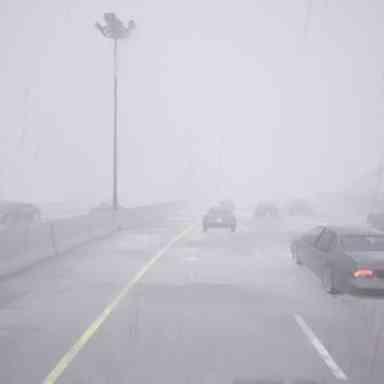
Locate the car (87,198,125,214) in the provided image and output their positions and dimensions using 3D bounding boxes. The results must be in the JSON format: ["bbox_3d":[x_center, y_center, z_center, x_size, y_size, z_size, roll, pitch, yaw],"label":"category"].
[{"bbox_3d":[-7.811,1.543,30.593,1.895,1.301,4.718,0,0,7],"label":"car"}]

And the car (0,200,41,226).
[{"bbox_3d":[-12.333,1.435,22.782,1.837,1.490,4.892,0,0,7],"label":"car"}]

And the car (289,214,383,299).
[{"bbox_3d":[3.974,1.557,8.607,2.033,1.411,5.357,0,0,4],"label":"car"}]

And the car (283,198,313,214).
[{"bbox_3d":[10.276,1.368,32.503,2.097,1.767,4.553,0,0,7],"label":"car"}]

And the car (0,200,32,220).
[{"bbox_3d":[-15.331,1.419,26.934,1.837,1.490,4.892,0,0,7],"label":"car"}]

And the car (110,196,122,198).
[{"bbox_3d":[-14.274,1.361,62.206,1.994,1.385,4.181,0,0,7],"label":"car"}]

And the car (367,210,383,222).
[{"bbox_3d":[7.715,1.514,10.923,2.128,1.511,4.902,0,0,5],"label":"car"}]

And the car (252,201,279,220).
[{"bbox_3d":[6.224,1.507,28.368,1.837,1.490,4.892,0,0,7],"label":"car"}]

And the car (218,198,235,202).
[{"bbox_3d":[4.020,1.489,38.816,1.837,1.490,4.892,0,0,7],"label":"car"}]

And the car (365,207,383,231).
[{"bbox_3d":[12.193,1.635,19.774,1.895,1.301,4.718,0,0,7],"label":"car"}]

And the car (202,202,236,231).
[{"bbox_3d":[1.742,1.554,20.609,1.994,1.385,4.181,0,0,7],"label":"car"}]
